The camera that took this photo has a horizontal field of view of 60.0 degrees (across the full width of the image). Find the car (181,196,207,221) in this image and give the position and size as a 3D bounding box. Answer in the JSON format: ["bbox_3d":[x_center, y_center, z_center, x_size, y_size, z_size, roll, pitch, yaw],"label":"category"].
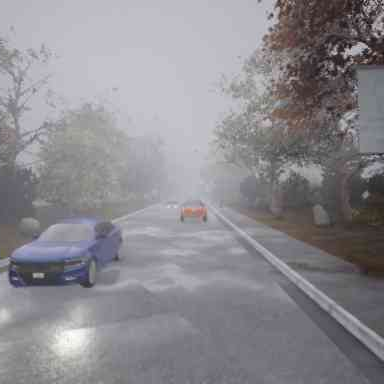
[{"bbox_3d":[0.138,1.413,28.099,2.097,1.767,4.553,0,0,0],"label":"car"}]

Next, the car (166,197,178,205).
[{"bbox_3d":[-3.221,1.460,55.182,2.033,1.411,5.357,0,0,1],"label":"car"}]

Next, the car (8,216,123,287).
[{"bbox_3d":[-3.330,1.527,9.706,1.882,1.535,5.008,0,0,0],"label":"car"}]

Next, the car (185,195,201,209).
[{"bbox_3d":[0.160,1.329,44.776,2.097,1.767,4.553,0,0,0],"label":"car"}]
